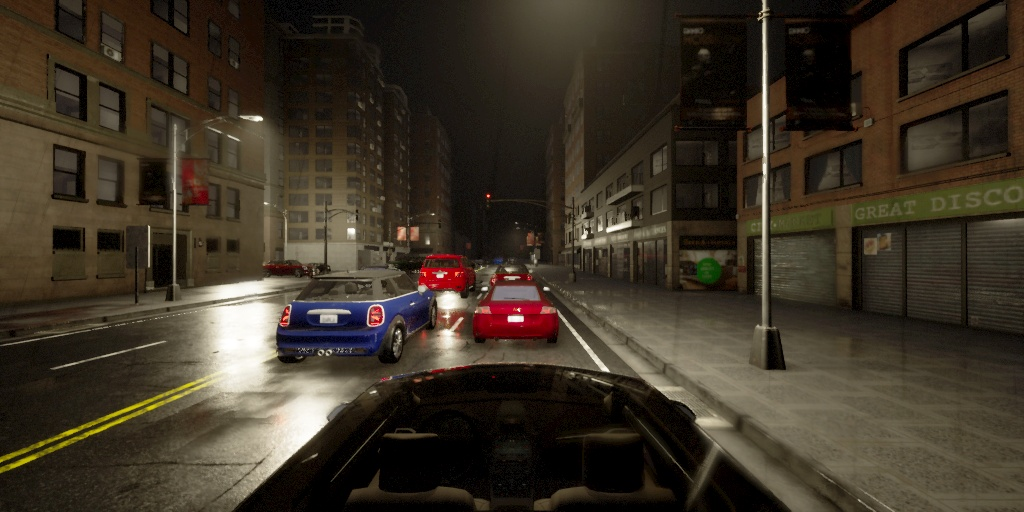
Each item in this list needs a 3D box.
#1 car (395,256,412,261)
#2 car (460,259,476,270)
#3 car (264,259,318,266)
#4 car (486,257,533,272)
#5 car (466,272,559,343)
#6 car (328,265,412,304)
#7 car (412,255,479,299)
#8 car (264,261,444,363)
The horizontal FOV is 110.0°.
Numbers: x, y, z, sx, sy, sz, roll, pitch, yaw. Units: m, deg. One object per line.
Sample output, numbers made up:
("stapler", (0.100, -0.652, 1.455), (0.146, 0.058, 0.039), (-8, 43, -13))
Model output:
("car", (-11.460, 0.985, 39.749), (2.150, 2.045, 5.566), (1, 0, 25))
("car", (-6.559, 1.276, 53.900), (1.837, 1.490, 4.892), (0, 0, 0))
("car", (-20.772, 1.103, 33.621), (4.553, 1.767, 2.097), (0, 0, 2))
("car", (0.011, 1.104, 18.289), (2.097, 1.767, 4.553), (0, 0, 0))
("car", (0.098, 1.315, 9.671), (1.994, 1.385, 4.181), (0, 0, 0))
("car", (-6.589, 1.244, 17.376), (2.128, 1.511, 4.902), (0, 0, 0))
("car", (-3.139, 0.974, 18.328), (2.150, 2.045, 5.566), (0, 0, 0))
("car", (-3.142, 1.103, 8.289), (2.097, 1.767, 4.553), (0, 0, 0))
